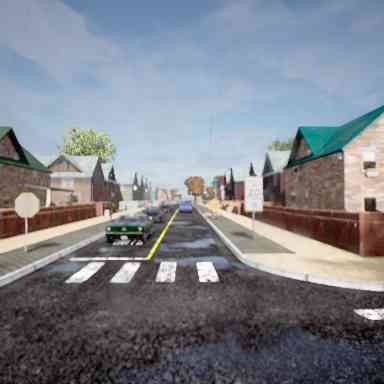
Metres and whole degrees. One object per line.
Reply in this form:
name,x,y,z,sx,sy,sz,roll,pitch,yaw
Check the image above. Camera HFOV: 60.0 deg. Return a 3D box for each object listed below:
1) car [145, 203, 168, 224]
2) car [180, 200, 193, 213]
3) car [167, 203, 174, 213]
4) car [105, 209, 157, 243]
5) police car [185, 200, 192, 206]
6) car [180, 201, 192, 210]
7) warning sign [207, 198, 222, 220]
car,-3.334,1.914,28.111,1.994,1.385,4.181,0,-1,-1
car,-0.790,2.204,47.348,2.033,1.411,5.357,0,-1,-1
car,-3.631,2.212,46.765,1.994,1.385,4.181,0,-1,-1
car,-3.142,1.802,17.423,1.895,1.301,4.718,0,-1,-1
police car,-0.882,3.068,94.650,1.930,1.638,5.238,0,-1,-1
car,-1.020,2.307,57.139,1.882,1.535,5.008,0,-1,-1
warning sign,1.992,1.486,29.603,1.300,1.860,1.060,-1,-2,-1
